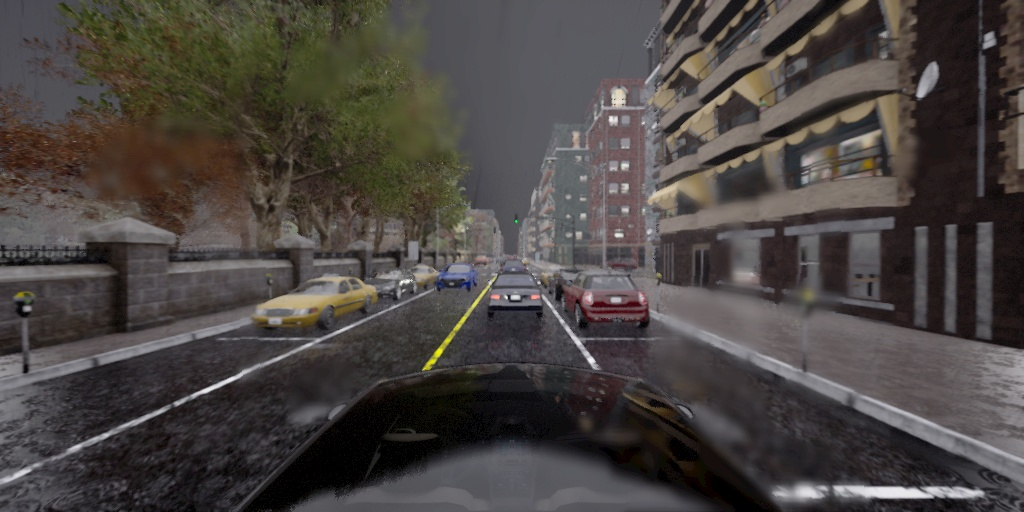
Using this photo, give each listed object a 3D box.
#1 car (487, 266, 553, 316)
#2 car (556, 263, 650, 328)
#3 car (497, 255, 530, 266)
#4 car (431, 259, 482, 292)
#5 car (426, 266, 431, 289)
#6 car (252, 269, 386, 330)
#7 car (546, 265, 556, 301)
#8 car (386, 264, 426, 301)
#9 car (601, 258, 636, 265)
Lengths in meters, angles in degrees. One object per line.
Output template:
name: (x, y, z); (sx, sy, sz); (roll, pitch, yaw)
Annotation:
car: (0.101, 1.254, 13.006); (2.033, 1.411, 5.357); (0, 0, 0)
car: (2.692, 1.153, 11.206); (1.967, 1.591, 4.097); (0, 0, 0)
car: (0.100, 1.006, 28.579); (2.097, 1.767, 4.553); (0, 0, 0)
car: (-3.085, 1.157, 20.926); (1.882, 1.535, 5.008); (0, 0, 0)
car: (-5.688, 1.200, 22.296); (1.751, 1.417, 4.829); (0, 0, 0)
car: (-5.689, 1.239, 11.036); (1.751, 1.417, 4.829); (0, 0, 0)
car: (2.692, 1.259, 16.836); (1.948, 1.339, 4.313); (0, 0, 0)
car: (-5.688, 1.244, 16.836); (2.007, 1.370, 4.403); (0, 0, 0)
car: (14.600, 1.173, 49.448); (5.009, 1.841, 2.192); (0, 0, 0)
